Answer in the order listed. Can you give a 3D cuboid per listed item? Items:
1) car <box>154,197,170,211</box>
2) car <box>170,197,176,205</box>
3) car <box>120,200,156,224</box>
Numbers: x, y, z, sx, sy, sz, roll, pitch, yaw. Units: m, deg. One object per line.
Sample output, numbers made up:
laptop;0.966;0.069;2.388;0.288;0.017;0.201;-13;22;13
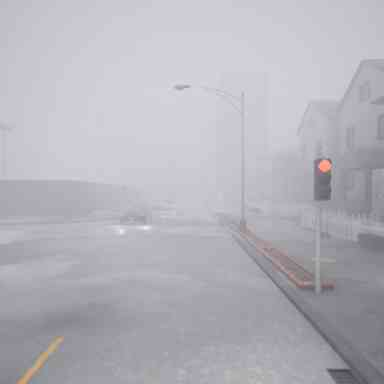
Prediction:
car;-4.058;1.532;40.840;1.812;1.442;4.674;0;0;0
car;-3.962;1.609;61.091;1.895;1.301;4.718;0;0;0
car;-4.078;1.529;24.736;1.812;1.442;4.674;0;0;0
